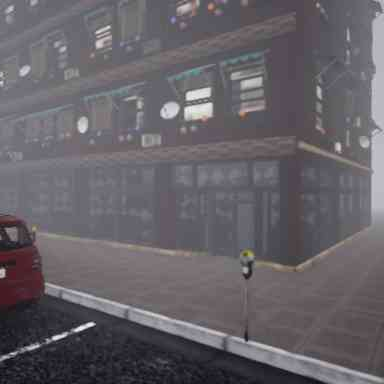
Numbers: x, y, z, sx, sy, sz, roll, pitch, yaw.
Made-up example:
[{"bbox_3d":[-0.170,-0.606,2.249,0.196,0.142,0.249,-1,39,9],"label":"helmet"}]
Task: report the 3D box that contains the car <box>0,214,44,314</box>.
[{"bbox_3d":[-4.851,1.309,6.335,5.009,1.841,2.192,0,0,36],"label":"car"}]
